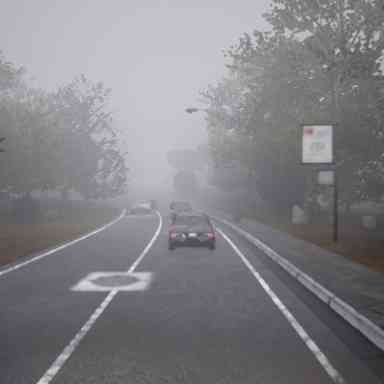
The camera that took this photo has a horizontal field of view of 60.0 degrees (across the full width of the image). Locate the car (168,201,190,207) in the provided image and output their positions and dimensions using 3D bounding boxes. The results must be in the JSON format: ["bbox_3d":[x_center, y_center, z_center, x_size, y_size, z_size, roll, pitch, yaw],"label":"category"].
[{"bbox_3d":[-1.054,1.527,29.386,2.033,1.411,5.357,-1,1,-7],"label":"car"}]

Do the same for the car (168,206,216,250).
[{"bbox_3d":[-0.037,1.556,14.197,2.033,1.411,5.357,0,0,-1],"label":"car"}]

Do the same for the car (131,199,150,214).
[{"bbox_3d":[-5.396,1.472,34.870,1.812,1.442,4.674,-1,1,-10],"label":"car"}]
